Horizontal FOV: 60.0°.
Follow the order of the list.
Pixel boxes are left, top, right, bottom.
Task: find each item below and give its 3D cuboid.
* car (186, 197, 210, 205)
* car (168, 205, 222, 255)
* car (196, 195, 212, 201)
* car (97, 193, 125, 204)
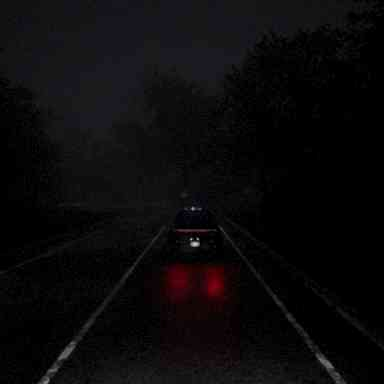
[{"bbox_3d":[0.326,1.500,30.714,2.033,1.411,5.357,0,0,5],"label":"car"},{"bbox_3d":[0.100,1.470,13.177,2.128,1.511,4.902,0,0,0],"label":"car"},{"bbox_3d":[1.628,1.392,68.486,4.902,1.511,2.128,0,0,12],"label":"car"},{"bbox_3d":[-14.914,1.126,61.535,2.150,2.045,5.566,-1,0,36],"label":"car"}]
